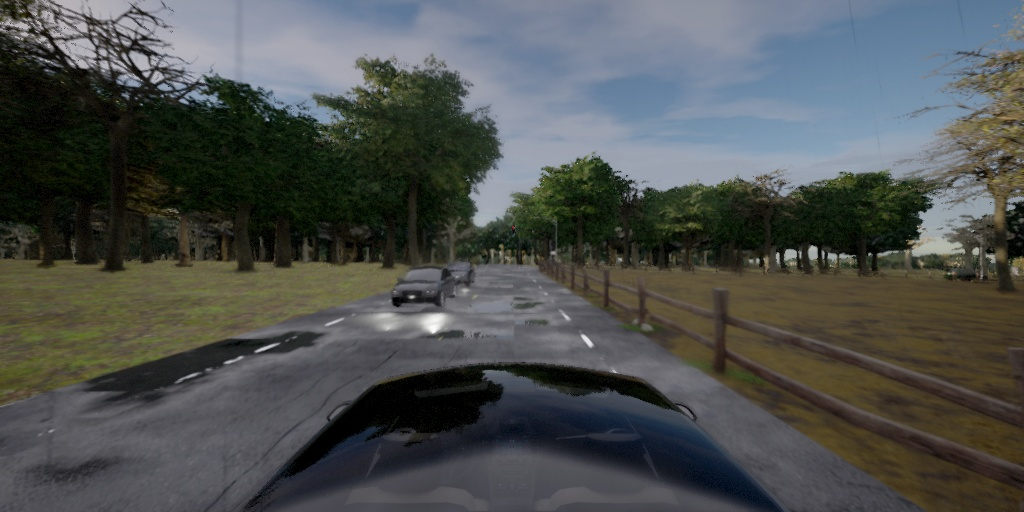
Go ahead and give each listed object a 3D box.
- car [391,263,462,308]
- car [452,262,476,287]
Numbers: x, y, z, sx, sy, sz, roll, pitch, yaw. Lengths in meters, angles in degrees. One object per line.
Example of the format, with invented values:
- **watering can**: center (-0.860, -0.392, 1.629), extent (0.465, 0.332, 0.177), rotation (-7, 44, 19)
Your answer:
- **car**: center (-3.504, 1.203, 15.031), extent (1.837, 1.490, 4.892), rotation (0, 0, 0)
- **car**: center (-3.497, 1.164, 23.911), extent (2.128, 1.511, 4.902), rotation (0, 0, 0)
